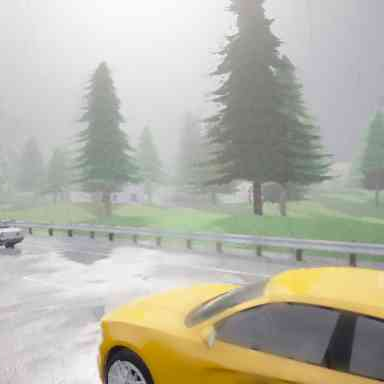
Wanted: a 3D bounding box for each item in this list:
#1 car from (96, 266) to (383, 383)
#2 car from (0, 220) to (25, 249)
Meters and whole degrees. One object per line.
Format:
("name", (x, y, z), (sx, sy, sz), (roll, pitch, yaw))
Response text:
("car", (1.220, 1.471, 3.033), (5.008, 1.535, 1.882), (-1, 0, 35))
("car", (-9.306, 1.773, 14.138), (4.718, 1.301, 1.895), (-1, 0, 31))
